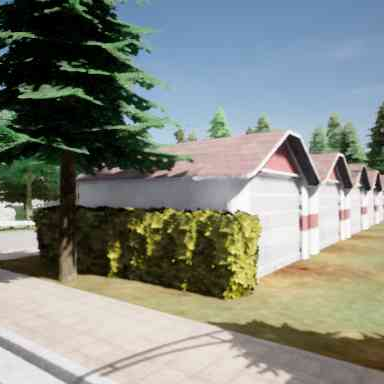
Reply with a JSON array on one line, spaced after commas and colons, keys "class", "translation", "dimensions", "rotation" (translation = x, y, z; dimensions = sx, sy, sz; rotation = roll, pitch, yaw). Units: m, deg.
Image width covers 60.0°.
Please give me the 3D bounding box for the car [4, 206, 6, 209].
[{"class": "car", "translation": [-28.568, 2.286, 47.549], "dimensions": [2.097, 1.767, 4.553], "rotation": [-1, -1, 37]}]
